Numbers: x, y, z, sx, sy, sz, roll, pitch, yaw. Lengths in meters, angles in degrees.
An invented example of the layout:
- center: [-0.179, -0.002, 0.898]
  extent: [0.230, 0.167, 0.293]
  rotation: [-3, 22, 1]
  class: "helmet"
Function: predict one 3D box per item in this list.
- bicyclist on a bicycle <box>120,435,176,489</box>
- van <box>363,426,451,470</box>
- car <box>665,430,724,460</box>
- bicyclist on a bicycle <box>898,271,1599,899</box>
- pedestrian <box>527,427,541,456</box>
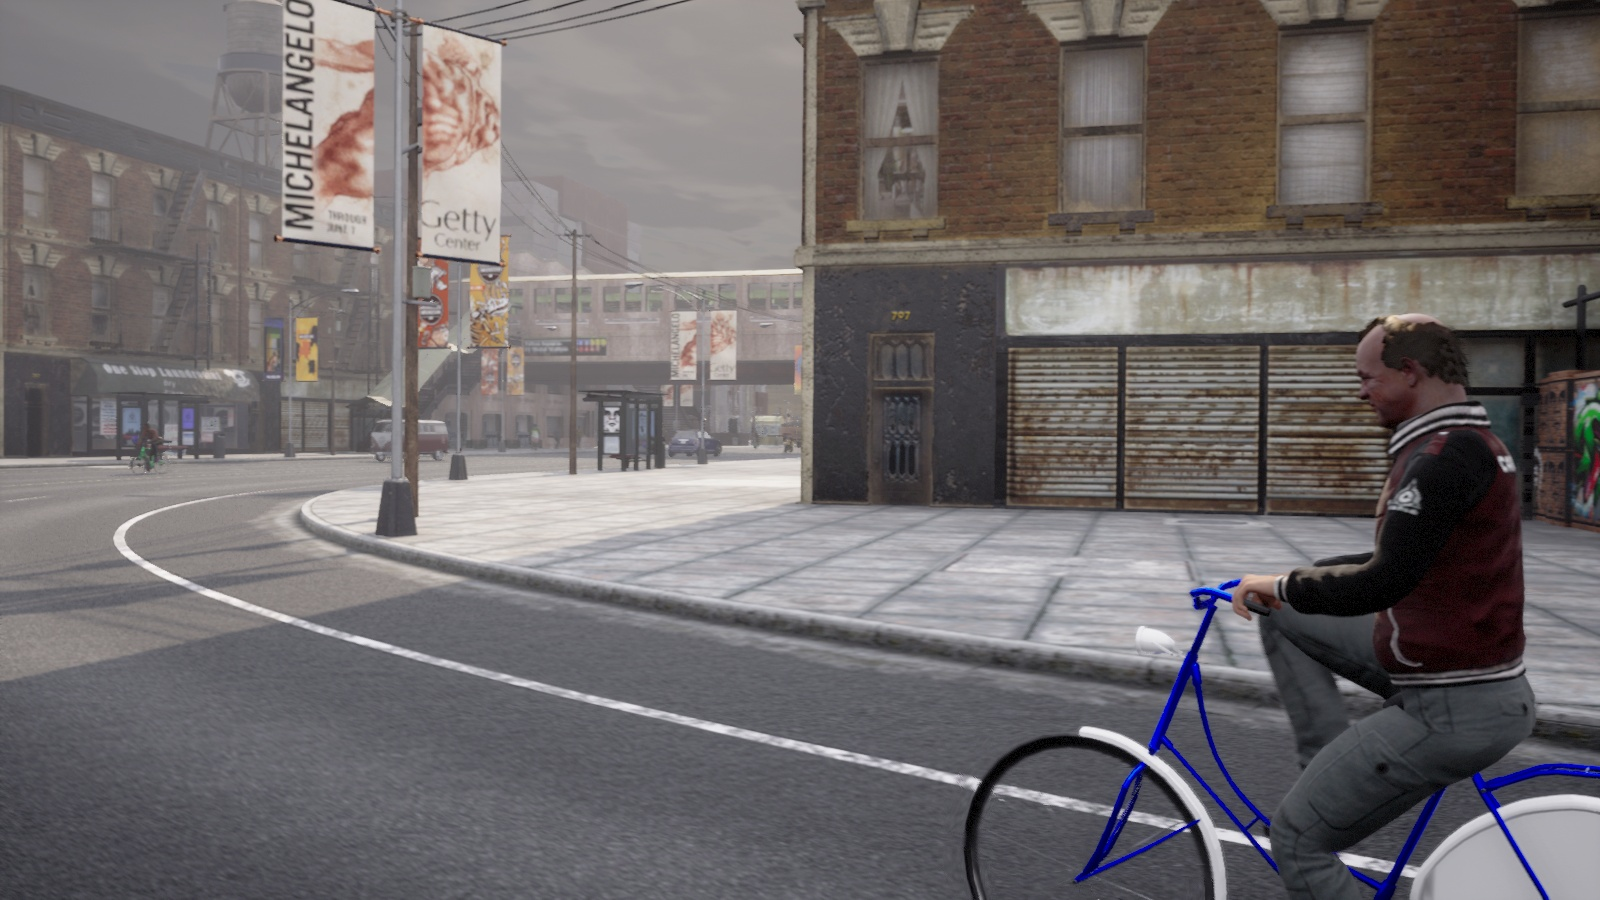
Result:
- center: [-20.343, 0.355, 39.209]
  extent: [0.582, 1.620, 1.656]
  rotation: [0, 1, 13]
  class: "bicyclist on a bicycle"
- center: [-18.494, -0.118, 59.247]
  extent: [1.775, 1.987, 4.442]
  rotation: [0, 1, 16]
  class: "van"
- center: [-6.381, -0.338, 76.613]
  extent: [2.097, 1.767, 4.553]
  rotation: [0, 1, 16]
  class: "car"
- center: [1.190, 0.555, 2.905]
  extent: [1.843, 1.776, 0.659]
  rotation: [0, 1, 35]
  class: "bicyclist on a bicycle"
- center: [-18.173, -0.556, 85.714]
  extent: [0.659, 1.952, 0.873]
  rotation: [0, 1, 11]
  class: "pedestrian"
